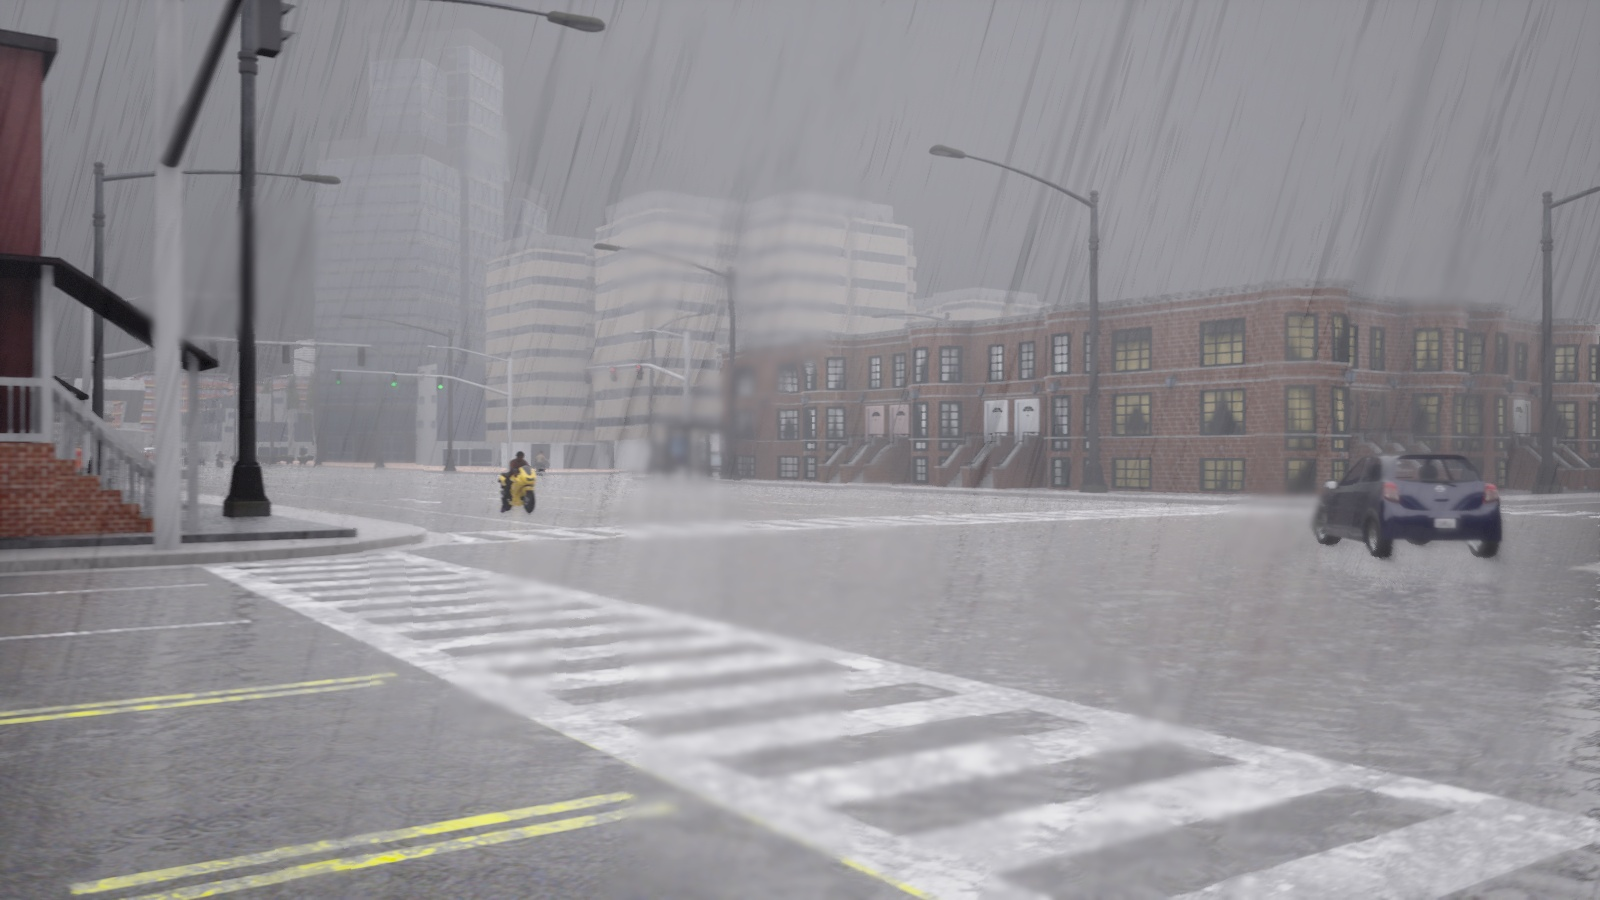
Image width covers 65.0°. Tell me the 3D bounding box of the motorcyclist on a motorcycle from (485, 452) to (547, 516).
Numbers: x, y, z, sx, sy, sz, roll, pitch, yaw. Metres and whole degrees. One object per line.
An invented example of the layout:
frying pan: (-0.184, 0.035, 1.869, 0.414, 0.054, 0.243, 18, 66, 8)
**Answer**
motorcyclist on a motorcycle: (-7.025, 0.818, 31.000, 0.797, 1.523, 2.044, 0, 0, -35)

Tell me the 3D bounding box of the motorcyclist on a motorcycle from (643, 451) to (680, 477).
motorcyclist on a motorcycle: (-9.068, 0.916, 82.356, 2.350, 1.649, 0.766, 0, 0, -35)

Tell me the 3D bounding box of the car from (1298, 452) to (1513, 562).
car: (9.051, 0.786, 19.107, 1.845, 1.501, 3.633, 0, 0, 7)
